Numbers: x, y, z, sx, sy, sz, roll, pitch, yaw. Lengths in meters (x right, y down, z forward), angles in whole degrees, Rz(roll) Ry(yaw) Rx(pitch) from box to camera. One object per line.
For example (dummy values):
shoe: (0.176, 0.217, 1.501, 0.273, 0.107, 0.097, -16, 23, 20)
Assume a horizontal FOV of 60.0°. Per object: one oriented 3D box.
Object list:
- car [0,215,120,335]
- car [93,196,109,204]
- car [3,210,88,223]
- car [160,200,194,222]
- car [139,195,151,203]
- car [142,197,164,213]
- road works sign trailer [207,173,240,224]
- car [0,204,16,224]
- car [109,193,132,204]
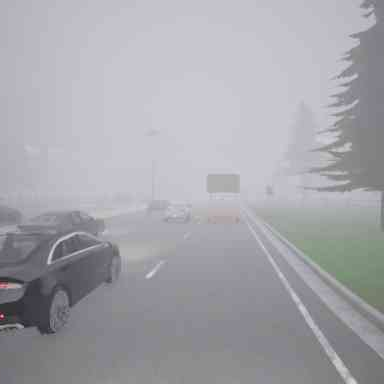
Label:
car: (-2.893, 1.478, 6.736, 2.128, 1.511, 4.902, 0, 0, 4)
car: (-16.194, 1.384, 59.653, 2.128, 1.511, 4.902, 0, 0, 6)
car: (-5.656, 1.519, 14.964, 2.033, 1.411, 5.357, 0, 0, 6)
car: (-0.965, 1.484, 25.984, 1.812, 1.442, 4.674, 0, 0, 6)
car: (-8.789, 1.397, 63.737, 1.837, 1.490, 4.892, 0, 0, 5)
car: (-3.456, 1.488, 35.621, 2.033, 1.411, 5.357, 0, 0, 6)
road works sign trailer: (2.284, 0.428, 24.395, 2.380, 3.560, 2.880, 0, 0, 6)
car: (-13.173, 1.518, 21.876, 1.994, 1.385, 4.181, 0, 0, 6)
car: (-12.592, 1.115, 60.516, 2.150, 2.045, 5.566, 0, 0, 6)
